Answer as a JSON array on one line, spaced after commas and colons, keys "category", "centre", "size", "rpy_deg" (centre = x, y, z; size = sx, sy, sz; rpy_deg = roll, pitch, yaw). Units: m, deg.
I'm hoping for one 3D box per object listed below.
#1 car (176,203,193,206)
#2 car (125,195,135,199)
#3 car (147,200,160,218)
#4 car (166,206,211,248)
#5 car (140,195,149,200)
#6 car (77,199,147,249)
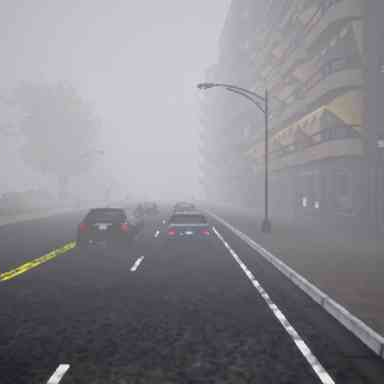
[{"category": "car", "centre": [-0.682, 1.621, 29.933], "size": [1.895, 1.301, 4.718], "rpy_deg": [0, 0, -3]}, {"category": "car", "centre": [-14.162, 1.488, 76.002], "size": [1.882, 1.535, 5.008], "rpy_deg": [0, 0, -7]}, {"category": "car", "centre": [-3.929, 1.620, 29.787], "size": [1.895, 1.301, 4.718], "rpy_deg": [0, 0, -3]}, {"category": "car", "centre": [-0.171, 1.564, 14.803], "size": [2.033, 1.411, 5.357], "rpy_deg": [0, 0, -1]}, {"category": "car", "centre": [-10.936, 1.533, 76.391], "size": [1.812, 1.442, 4.674], "rpy_deg": [0, 0, -7]}, {"category": "car", "centre": [-3.419, 1.366, 14.700], "size": [2.097, 1.767, 4.553], "rpy_deg": [0, 0, -1]}]
